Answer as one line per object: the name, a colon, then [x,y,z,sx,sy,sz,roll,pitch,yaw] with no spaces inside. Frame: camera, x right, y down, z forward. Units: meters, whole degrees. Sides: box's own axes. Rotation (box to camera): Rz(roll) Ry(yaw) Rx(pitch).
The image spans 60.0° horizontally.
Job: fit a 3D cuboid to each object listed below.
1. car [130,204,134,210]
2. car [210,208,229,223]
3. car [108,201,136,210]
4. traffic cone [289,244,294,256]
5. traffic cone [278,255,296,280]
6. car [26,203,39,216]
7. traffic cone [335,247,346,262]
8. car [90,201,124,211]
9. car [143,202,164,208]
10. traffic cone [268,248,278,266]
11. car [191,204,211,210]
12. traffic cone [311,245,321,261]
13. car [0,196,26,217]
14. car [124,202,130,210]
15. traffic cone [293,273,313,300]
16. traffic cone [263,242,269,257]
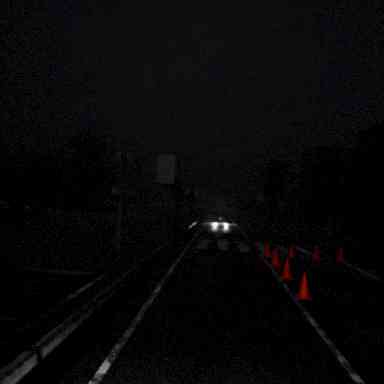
car: [-13.630,2.484,60.603,5.008,1.535,2.097,3,-2,5]
car: [3.332,2.838,38.803,1.994,1.385,4.181,3,-2,5]
car: [-13.367,2.643,63.737,4.674,1.452,2.002,3,-2,5]
traffic cone: [4.163,2.464,13.879,0.340,0.580,0.340,3,-2,5]
traffic cone: [2.851,2.290,9.972,0.340,0.580,0.340,3,-1,5]
car: [-16.176,1.201,29.849,4.553,1.767,2.185,3,-2,5]
traffic cone: [6.153,2.570,13.718,0.340,0.580,0.340,3,-2,5]
car: [-14.160,2.279,54.078,4.674,1.452,2.002,3,-2,5]
car: [-11.031,3.676,92.108,5.008,1.535,2.097,3,-2,5]
traffic cone: [3.010,2.347,11.967,0.340,0.580,0.340,3,-2,5]
car: [2.211,4.486,93.765,4.892,1.521,2.231,3,-2,5]
traffic cone: [5.157,2.517,13.798,0.340,0.580,0.340,3,-2,4]
car: [-16.372,1.253,26.681,4.674,1.452,2.002,3,-2,4]
car: [-13.887,2.363,57.342,4.892,1.521,2.231,3,-2,5]
traffic cone: [2.692,2.235,7.978,0.340,0.580,0.340,3,-1,5]
traffic cone: [3.168,2.411,13.960,0.340,0.580,0.340,3,-2,5]
